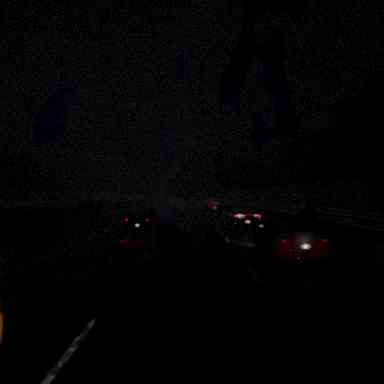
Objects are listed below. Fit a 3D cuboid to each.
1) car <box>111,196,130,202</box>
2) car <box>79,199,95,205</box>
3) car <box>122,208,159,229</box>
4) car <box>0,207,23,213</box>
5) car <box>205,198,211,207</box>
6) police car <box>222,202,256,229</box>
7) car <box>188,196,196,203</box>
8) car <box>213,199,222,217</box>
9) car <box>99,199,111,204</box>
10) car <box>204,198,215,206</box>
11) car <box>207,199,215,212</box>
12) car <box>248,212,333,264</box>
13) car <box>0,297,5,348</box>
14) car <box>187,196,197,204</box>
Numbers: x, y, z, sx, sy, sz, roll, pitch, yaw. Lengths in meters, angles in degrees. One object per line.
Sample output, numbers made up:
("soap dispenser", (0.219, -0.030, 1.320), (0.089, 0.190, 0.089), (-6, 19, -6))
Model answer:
("car", (-13.992, 1.798, 66.971), (2.150, 2.045, 5.566), (0, 0, 0))
("car", (-20.992, 2.095, 66.954), (2.033, 1.411, 5.357), (0, -1, 0))
("car", (-3.396, 1.785, 22.885), (1.895, 1.301, 4.718), (0, 0, 0))
("car", (-14.093, 1.801, 24.901), (1.895, 1.301, 4.718), (0, 0, 0))
("car", (3.507, 1.967, 56.302), (2.163, 1.488, 4.792), (0, -1, 0))
("police car", (3.503, 1.692, 23.254), (2.038, 1.542, 4.974), (0, -1, 0))
("car", (0.012, 2.026, 93.051), (2.097, 1.767, 4.553), (0, -1, 0))
("car", (3.505, 1.781, 34.260), (1.837, 1.490, 4.892), (0, 0, 0))
("car", (-17.492, 2.081, 67.990), (2.033, 1.411, 5.357), (0, -1, 0))
("car", (3.509, 2.027, 67.468), (1.801, 1.575, 5.366), (0, -1, 0))
("car", (3.506, 1.967, 45.295), (1.895, 1.301, 4.718), (0, 0, 0))
("car", (3.502, 1.663, 12.248), (1.994, 1.385, 4.181), (0, 0, 0))
("car", (-3.398, 1.498, 2.388), (1.882, 1.535, 5.008), (0, 0, 0))
("car", (0.010, 2.028, 76.278), (1.837, 1.490, 4.892), (0, -1, 0))
